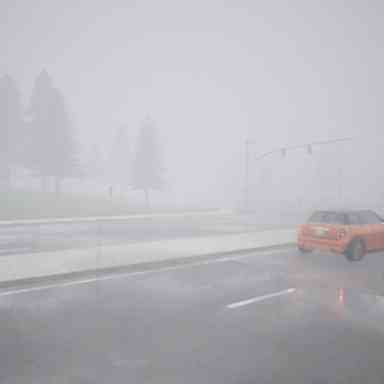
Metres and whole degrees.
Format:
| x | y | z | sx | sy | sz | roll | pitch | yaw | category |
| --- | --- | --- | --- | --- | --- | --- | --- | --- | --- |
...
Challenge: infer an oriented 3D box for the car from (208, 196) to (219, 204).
| x | y | z | sx | sy | sz | roll | pitch | yaw | category |
| --- | --- | --- | --- | --- | --- | --- | --- | --- | --- |
| 3.594 | 1.613 | 68.488 | 1.812 | 1.442 | 4.674 | 0 | 0 | -35 | car |

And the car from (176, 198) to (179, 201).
| x | y | z | sx | sy | sz | roll | pitch | yaw | category |
| --- | --- | --- | --- | --- | --- | --- | --- | --- | --- |
| -5.352 | 1.582 | 81.250 | 2.033 | 1.411 | 5.357 | 0 | 0 | -35 | car |

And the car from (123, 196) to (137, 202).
| x | y | z | sx | sy | sz | roll | pitch | yaw | category |
| --- | --- | --- | --- | --- | --- | --- | --- | --- | --- |
| -14.132 | 1.604 | 75.482 | 1.895 | 1.301 | 4.718 | 0 | 0 | -35 | car |

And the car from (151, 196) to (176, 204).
| x | y | z | sx | sy | sz | roll | pitch | yaw | category |
| --- | --- | --- | --- | --- | --- | --- | --- | --- | --- |
| -5.427 | 1.629 | 63.000 | 1.994 | 1.385 | 4.181 | 0 | 0 | -35 | car |

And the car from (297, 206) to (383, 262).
| x | y | z | sx | sy | sz | roll | pitch | yaw | category |
| --- | --- | --- | --- | --- | --- | --- | --- | --- | --- |
| 6.025 | 1.378 | 12.394 | 4.553 | 1.767 | 2.097 | 0 | 0 | -35 | car |

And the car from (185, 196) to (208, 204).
| x | y | z | sx | sy | sz | roll | pitch | yaw | category |
| --- | --- | --- | --- | --- | --- | --- | --- | --- | --- |
| 0.589 | 1.680 | 66.666 | 1.895 | 1.301 | 4.718 | 0 | 0 | -35 | car |
